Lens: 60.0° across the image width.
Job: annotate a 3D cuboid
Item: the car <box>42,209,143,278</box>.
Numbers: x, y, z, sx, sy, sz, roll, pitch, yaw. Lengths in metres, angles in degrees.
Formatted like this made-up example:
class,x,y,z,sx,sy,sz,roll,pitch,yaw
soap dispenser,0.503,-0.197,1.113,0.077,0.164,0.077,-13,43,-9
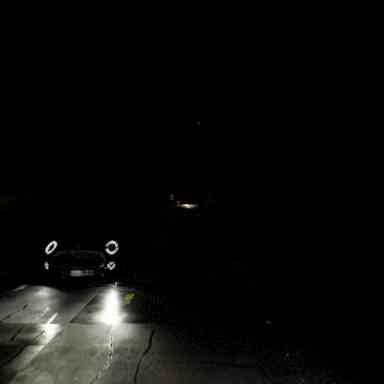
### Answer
class,x,y,z,sx,sy,sz,roll,pitch,yaw
car,-2.853,1.439,10.478,2.097,1.767,4.553,0,0,0
